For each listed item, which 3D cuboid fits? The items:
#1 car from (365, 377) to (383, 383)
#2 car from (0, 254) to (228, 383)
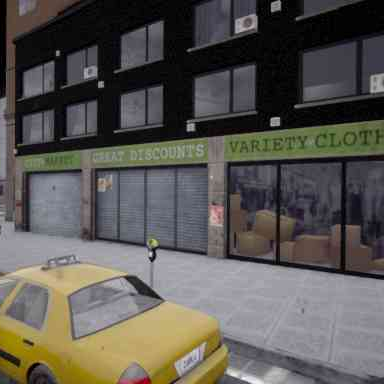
[{"bbox_3d":[2.793,1.551,1.097,4.403,1.369,2.008,0,1,36],"label":"car"},{"bbox_3d":[-1.892,1.524,4.441,4.829,1.417,1.752,0,1,36],"label":"car"}]
